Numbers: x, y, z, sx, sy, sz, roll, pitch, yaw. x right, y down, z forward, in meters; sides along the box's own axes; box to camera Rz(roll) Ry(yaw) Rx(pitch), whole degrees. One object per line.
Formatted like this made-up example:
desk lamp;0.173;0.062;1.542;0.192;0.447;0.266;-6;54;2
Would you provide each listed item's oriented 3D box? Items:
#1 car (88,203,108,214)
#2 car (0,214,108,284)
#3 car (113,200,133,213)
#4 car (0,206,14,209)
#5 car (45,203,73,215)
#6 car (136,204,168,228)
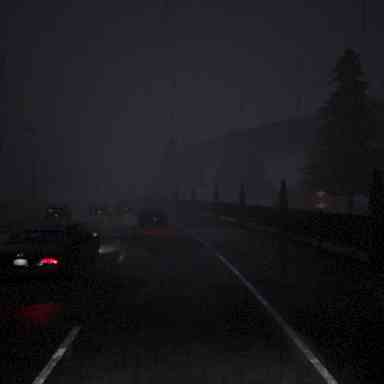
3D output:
car;-10.382;1.828;36.574;1.895;1.301;4.718;0;0;-20
car;-4.035;1.613;9.842;2.033;1.411;5.357;0;0;-6
car;-8.626;1.754;41.669;1.837;1.490;4.892;0;0;-21
car;-26.643;1.908;48.404;1.994;1.385;4.181;0;0;-22
car;-11.414;1.681;28.643;2.128;1.511;4.902;0;0;-16
car;-2.903;1.613;23.773;1.882;1.535;5.008;0;0;-13
